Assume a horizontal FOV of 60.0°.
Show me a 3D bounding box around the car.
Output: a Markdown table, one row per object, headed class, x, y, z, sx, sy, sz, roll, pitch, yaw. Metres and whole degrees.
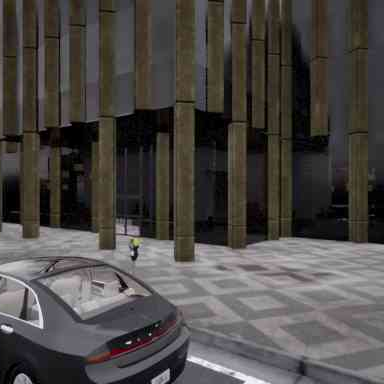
| class | x | y | z | sx | sy | sz | roll | pitch | yaw |
| --- | --- | --- | --- | --- | --- | --- | --- | --- | --- |
| car | -2.075 | 1.551 | 4.429 | 4.403 | 1.369 | 2.008 | 0 | 0 | 35 |
